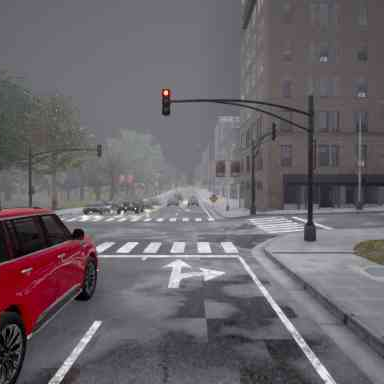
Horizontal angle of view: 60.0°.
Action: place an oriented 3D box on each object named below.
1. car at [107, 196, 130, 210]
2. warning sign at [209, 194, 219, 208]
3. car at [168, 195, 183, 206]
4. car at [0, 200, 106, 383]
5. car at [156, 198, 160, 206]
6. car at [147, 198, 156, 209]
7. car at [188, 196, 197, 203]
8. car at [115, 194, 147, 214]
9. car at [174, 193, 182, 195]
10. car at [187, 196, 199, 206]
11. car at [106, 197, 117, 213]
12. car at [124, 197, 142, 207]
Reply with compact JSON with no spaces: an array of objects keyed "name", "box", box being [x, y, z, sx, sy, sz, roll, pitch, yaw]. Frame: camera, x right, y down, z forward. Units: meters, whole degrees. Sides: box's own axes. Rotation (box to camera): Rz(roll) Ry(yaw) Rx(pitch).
[{"name":"car","box":[-9.782,1.402,44.474,2.097,1.767,4.553,0,0,0]},{"name":"warning sign","box":[2.939,1.168,45.026,1.300,1.860,1.060,1,1,0]},{"name":"car","box":[-3.068,1.632,55.566,2.033,1.411,5.357,0,0,0]},{"name":"car","box":[-3.119,1.220,5.165,2.150,2.045,5.566,0,0,-2]},{"name":"car","box":[-6.498,1.649,55.893,1.994,1.385,4.181,0,0,0]},{"name":"car","box":[-6.533,1.579,45.583,1.812,1.442,4.674,0,0,0]},{"name":"car","box":[0.115,1.622,75.306,1.837,1.490,4.892,0,0,0]},{"name":"car","box":[-6.548,1.252,35.828,2.150,2.045,5.566,0,0,0]},{"name":"car","box":[-3.135,1.347,75.311,2.150,2.045,5.566,0,0,0]},{"name":"car","box":[0.185,1.632,55.744,2.033,1.411,5.357,0,0,0]},{"name":"car","box":[-9.800,1.575,34.943,2.033,1.411,5.357,0,0,0]},{"name":"car","box":[-9.751,1.576,55.540,2.128,1.511,4.902,0,0,0]}]
